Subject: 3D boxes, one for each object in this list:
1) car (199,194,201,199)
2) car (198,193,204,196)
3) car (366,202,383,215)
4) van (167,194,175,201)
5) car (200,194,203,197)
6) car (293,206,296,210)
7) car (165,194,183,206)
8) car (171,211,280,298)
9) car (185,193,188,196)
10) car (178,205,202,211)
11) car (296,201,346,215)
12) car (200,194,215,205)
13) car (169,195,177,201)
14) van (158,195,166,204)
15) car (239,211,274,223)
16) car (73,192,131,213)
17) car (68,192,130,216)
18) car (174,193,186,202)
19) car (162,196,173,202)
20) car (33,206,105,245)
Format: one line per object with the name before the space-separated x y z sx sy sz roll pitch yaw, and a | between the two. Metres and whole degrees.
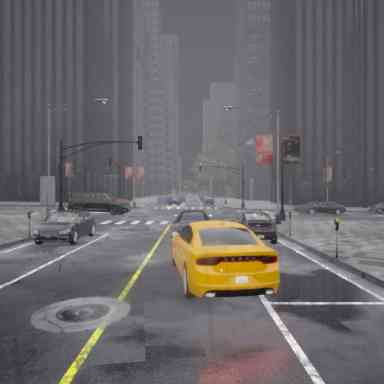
car | 3.039 1.575 68.686 2.008 1.369 4.403 0 0 1
car | 3.088 1.343 74.199 2.192 1.841 5.009 0 0 1
car | 24.110 1.982 40.821 4.902 1.511 2.128 1 0 0
van | -5.339 1.376 85.296 1.690 1.788 3.998 0 0 1
car | 2.992 1.547 63.343 1.752 1.417 4.829 0 0 1
car | 14.899 1.844 40.859 4.674 1.442 1.812 1 0 2
car | -2.912 1.495 55.322 1.882 1.535 5.008 0 0 1
car | 0.556 1.478 8.628 1.882 1.535 5.008 0 0 -9
car | -2.665 1.254 75.493 2.150 2.045 5.566 0 0 1
car | 0.049 1.566 16.168 1.994 1.385 4.181 0 0 0
car | 14.749 1.814 37.599 4.892 1.490 1.837 1 0 1
car | 2.941 1.569 57.660 2.008 1.369 4.403 0 0 1
car | -5.291 1.583 90.808 1.887 1.381 4.507 0 0 1
van | -5.534 1.363 63.247 1.690 1.788 3.998 0 0 1
car | 2.761 1.553 15.477 2.008 1.369 4.403 0 0 0
car | -9.325 1.101 34.821 5.566 2.045 2.150 1 1 -9
car | -8.593 1.132 30.978 5.566 2.045 2.150 2 -1 0
car | -2.801 1.514 64.897 2.128 1.511 4.902 0 0 1
car | -5.437 1.594 74.271 1.947 1.339 4.313 0 0 1
car | -5.764 1.553 15.479 2.008 1.369 4.403 0 0 0
